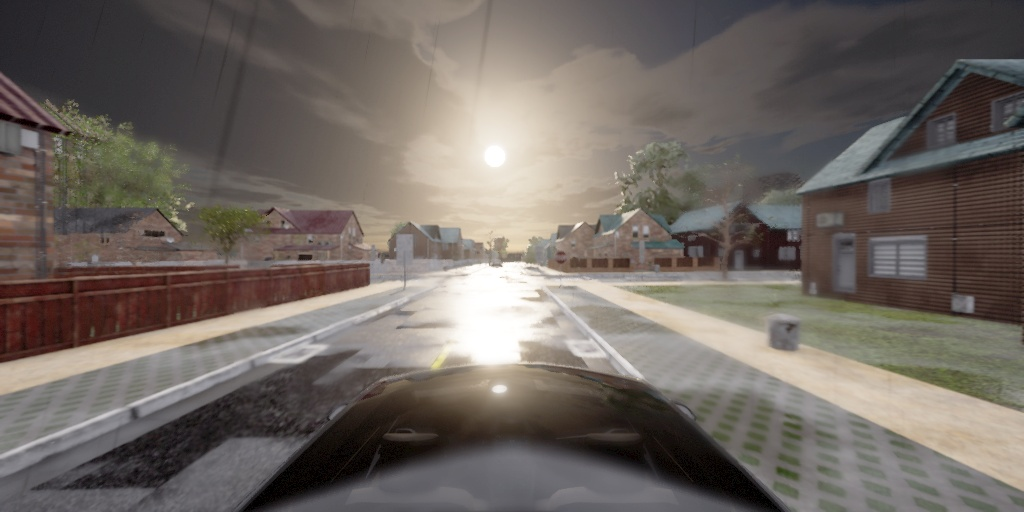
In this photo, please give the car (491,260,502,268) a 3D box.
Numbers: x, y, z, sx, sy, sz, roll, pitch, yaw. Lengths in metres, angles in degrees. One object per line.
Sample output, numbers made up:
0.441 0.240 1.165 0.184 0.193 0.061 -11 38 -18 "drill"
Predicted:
-2.749 1.403 65.417 1.837 1.490 4.892 0 0 0 "car"
